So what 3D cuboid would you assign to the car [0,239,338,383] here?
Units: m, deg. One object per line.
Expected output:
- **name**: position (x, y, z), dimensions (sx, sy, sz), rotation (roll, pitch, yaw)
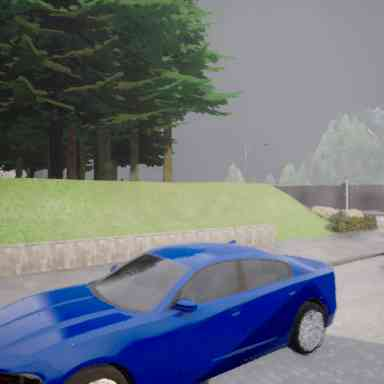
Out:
- **car**: position (-0.053, 1.484, 4.546), dimensions (5.008, 1.535, 1.882), rotation (0, 0, -35)
